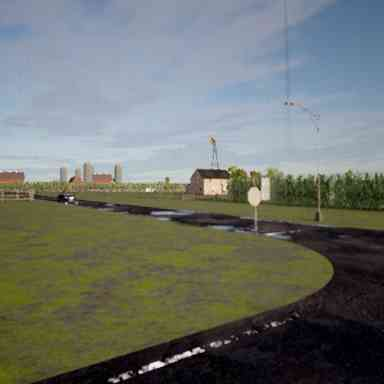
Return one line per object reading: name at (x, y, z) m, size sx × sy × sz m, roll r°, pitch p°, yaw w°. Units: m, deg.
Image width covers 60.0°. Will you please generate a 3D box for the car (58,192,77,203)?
car at (-18.762, 0.741, 49.892) m, size 2.128 × 1.511 × 4.902 m, roll -1°, pitch 1°, yaw -36°
